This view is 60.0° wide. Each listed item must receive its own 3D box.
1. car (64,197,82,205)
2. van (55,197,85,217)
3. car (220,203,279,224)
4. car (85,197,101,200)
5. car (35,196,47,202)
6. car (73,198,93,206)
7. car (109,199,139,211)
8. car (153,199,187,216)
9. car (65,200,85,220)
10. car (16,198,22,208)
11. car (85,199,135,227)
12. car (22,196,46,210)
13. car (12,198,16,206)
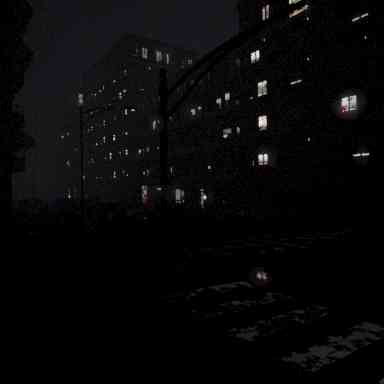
[{"bbox_3d":[-21.584,1.645,60.307,2.008,1.369,4.403,-1,1,-36],"label":"car"},{"bbox_3d":[-12.308,1.483,32.922,1.690,1.788,3.998,-1,1,-36],"label":"van"},{"bbox_3d":[4.069,1.498,24.431,1.752,1.417,4.829,-1,1,-36],"label":"car"},{"bbox_3d":[-15.148,1.502,51.302,1.967,1.590,4.097,-1,1,-36],"label":"car"},{"bbox_3d":[-37.679,1.728,82.816,1.887,1.381,4.507,-1,1,-36],"label":"car"},{"bbox_3d":[-18.365,1.643,55.805,1.947,1.339,4.313,-1,1,-36],"label":"car"},{"bbox_3d":[-8.708,1.581,42.299,2.008,1.369,4.403,-1,1,-36],"label":"car"},{"bbox_3d":[-2.271,1.441,33.295,1.967,1.590,4.097,-1,1,-36],"label":"car"},{"bbox_3d":[-8.988,1.652,28.284,1.752,1.417,4.829,-1,1,-36],"label":"car"},{"bbox_3d":[-25.181,1.769,50.931,1.947,1.339,4.313,-1,1,-36],"label":"car"},{"bbox_3d":[-5.869,1.553,23.921,1.967,1.590,4.097,-1,1,-36],"label":"car"},{"bbox_3d":[-21.964,1.628,46.429,1.967,1.590,4.097,-1,1,-36],"label":"car"},{"bbox_3d":[-31.619,1.782,59.935,1.887,1.381,4.507,-1,1,-36],"label":"car"}]
